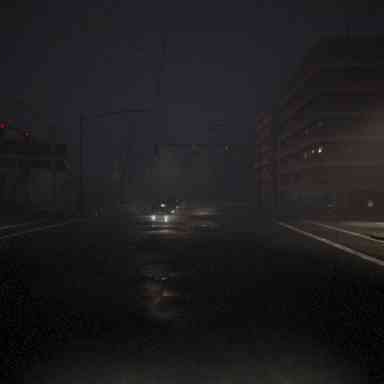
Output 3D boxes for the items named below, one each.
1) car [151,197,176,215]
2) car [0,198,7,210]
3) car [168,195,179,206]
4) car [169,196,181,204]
[{"bbox_3d":[-3.121,1.547,34.789,2.033,1.411,5.357,0,0,0],"label":"car"},{"bbox_3d":[-24.020,1.456,38.975,3.806,1.475,1.970,0,0,1],"label":"car"},{"bbox_3d":[-3.186,1.478,44.366,1.882,1.535,5.008,0,0,0],"label":"car"},{"bbox_3d":[-3.294,1.547,64.716,2.033,1.411,5.357,0,0,0],"label":"car"}]
